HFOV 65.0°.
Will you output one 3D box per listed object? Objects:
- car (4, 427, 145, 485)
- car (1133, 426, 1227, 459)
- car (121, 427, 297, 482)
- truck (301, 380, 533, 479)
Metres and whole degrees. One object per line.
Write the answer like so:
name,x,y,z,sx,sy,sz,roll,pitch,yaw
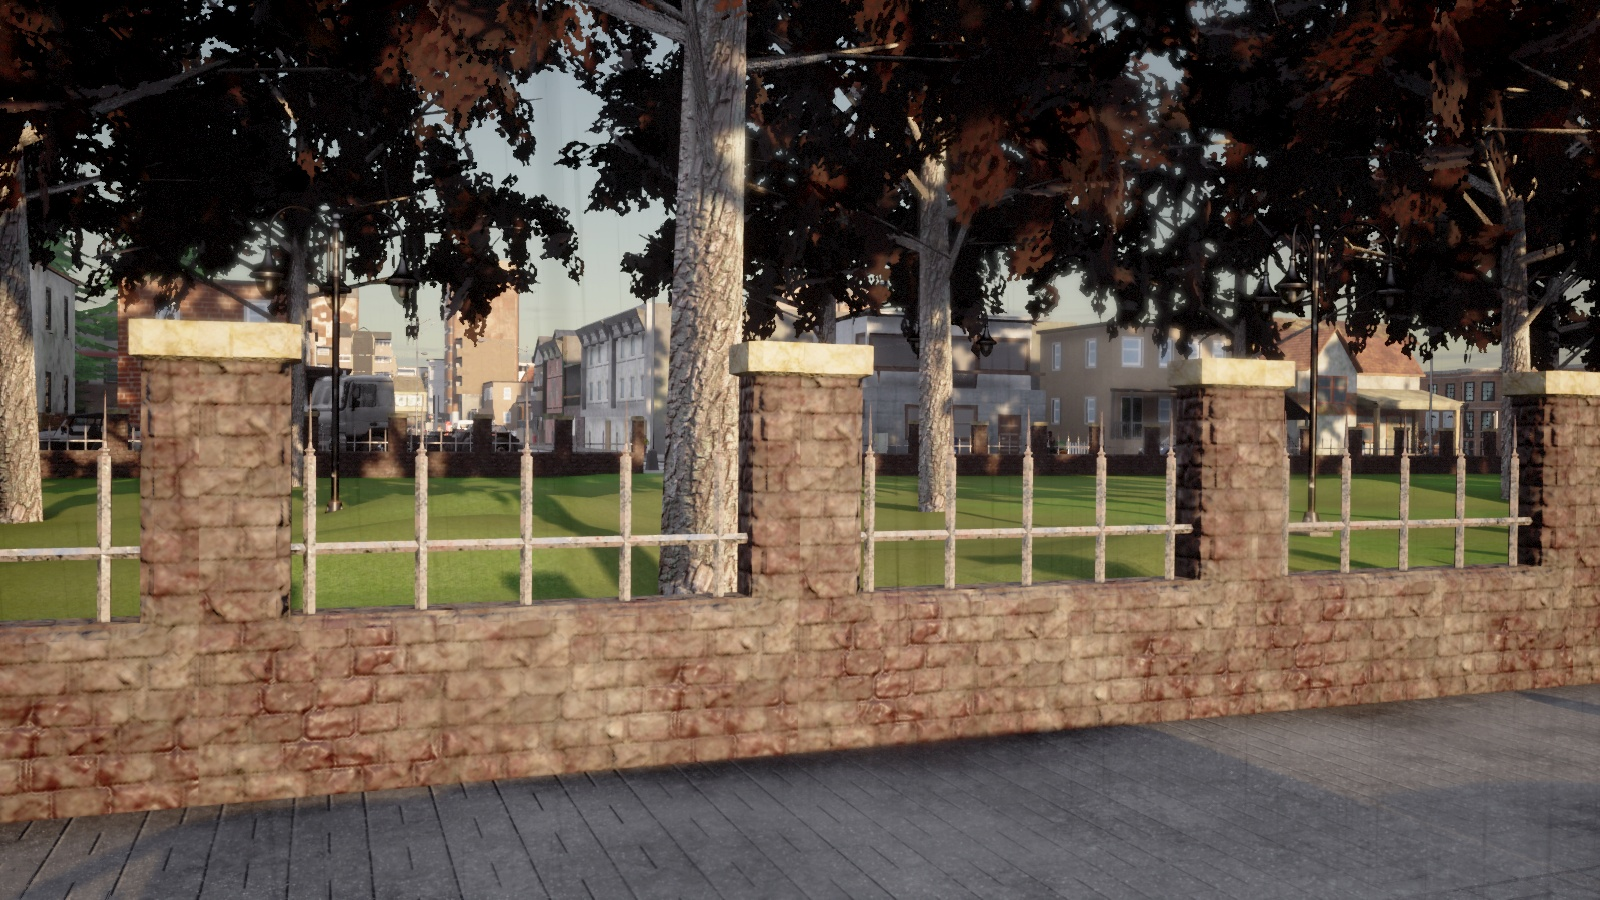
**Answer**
car,-24.669,0.163,42.846,3.866,1.878,1.905,-1,1,-20
car,17.850,-0.389,59.012,3.806,1.475,1.970,-1,1,-21
car,-19.032,0.119,40.745,5.027,1.651,2.152,-1,1,-22
truck,-14.422,-0.806,47.822,7.936,3.462,2.891,-2,1,-44
